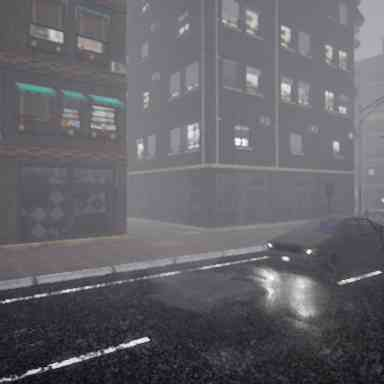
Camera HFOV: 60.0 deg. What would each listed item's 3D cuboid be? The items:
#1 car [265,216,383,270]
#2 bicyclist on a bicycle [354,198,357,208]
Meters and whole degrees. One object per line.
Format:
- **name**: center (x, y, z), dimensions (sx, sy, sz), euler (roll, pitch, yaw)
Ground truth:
- **car**: center (4.867, 1.529, 11.136), dimensions (5.357, 1.411, 2.033), euler (0, 0, -35)
- **bicyclist on a bicycle**: center (22.478, 1.509, 46.126), dimensions (1.656, 1.620, 0.582), euler (-1, 0, -36)
